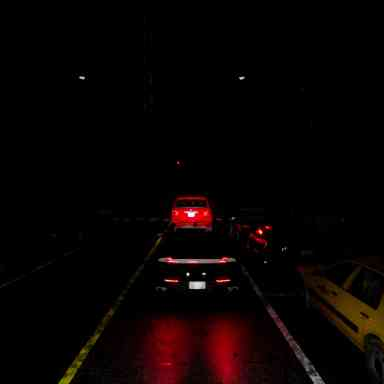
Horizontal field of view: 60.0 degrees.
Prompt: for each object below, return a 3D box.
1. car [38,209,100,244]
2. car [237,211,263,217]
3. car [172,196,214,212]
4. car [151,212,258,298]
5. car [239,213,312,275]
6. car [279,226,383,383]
[{"bbox_3d":[-5.696,1.539,15.898,1.887,1.381,4.507,-1,0,0],"label":"car"},{"bbox_3d":[2.850,1.576,15.910,1.802,1.307,4.206,-1,0,0],"label":"car"},{"bbox_3d":[0.047,1.214,18.843,2.150,2.045,5.566,0,0,2],"label":"car"},{"bbox_3d":[0.090,1.489,8.495,2.128,1.511,4.902,0,0,0],"label":"car"},{"bbox_3d":[2.855,1.562,10.325,1.947,1.339,4.313,-1,0,0],"label":"car"},{"bbox_3d":[2.861,1.524,4.908,1.752,1.417,4.829,-1,0,0],"label":"car"}]
